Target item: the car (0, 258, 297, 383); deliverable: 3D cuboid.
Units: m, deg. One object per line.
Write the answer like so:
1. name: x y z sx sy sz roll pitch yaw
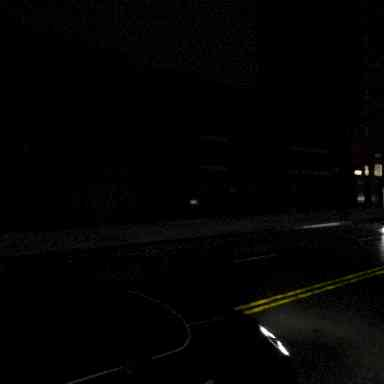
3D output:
1. car: -1.251 1.348 2.546 4.553 1.767 2.097 0 0 -35
